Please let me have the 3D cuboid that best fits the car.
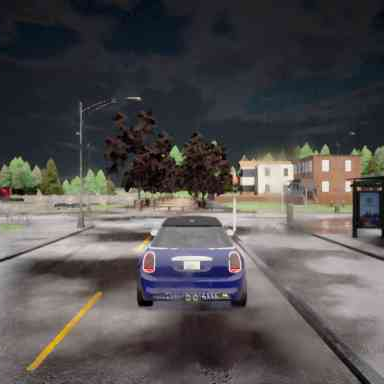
[{"bbox_3d":[0.008,1.352,8.161,2.097,1.767,4.553,0,0,0],"label":"car"}]
